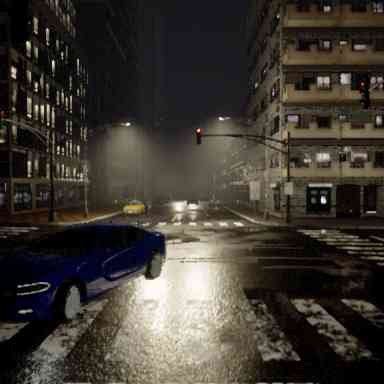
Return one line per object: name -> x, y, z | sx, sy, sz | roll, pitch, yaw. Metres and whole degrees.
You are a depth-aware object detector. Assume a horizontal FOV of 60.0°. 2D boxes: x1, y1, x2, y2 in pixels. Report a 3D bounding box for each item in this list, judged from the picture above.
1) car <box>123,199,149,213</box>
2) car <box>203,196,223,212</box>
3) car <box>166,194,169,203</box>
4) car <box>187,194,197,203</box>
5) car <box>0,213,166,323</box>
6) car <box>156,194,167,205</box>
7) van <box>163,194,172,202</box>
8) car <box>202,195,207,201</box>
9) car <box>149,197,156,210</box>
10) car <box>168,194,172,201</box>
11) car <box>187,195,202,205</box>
car -> -5.704, 1.508, 32.967 | 1.752, 1.417, 4.829 | -1, 0, 0
car -> 2.676, 1.531, 38.791 | 2.008, 1.369, 4.403 | -1, 0, 0
car -> -5.703, 1.552, 61.409 | 1.802, 1.307, 4.206 | -1, 0, 0
car -> -0.001, 1.321, 71.273 | 2.097, 1.767, 4.553 | 0, 0, 0
car -> -2.338, 1.473, 7.556 | 1.882, 1.535, 5.008 | -1, 0, 22
car -> -5.704, 1.517, 55.754 | 1.887, 1.381, 4.507 | -1, 0, 0
van -> -5.707, 1.304, 78.373 | 1.690, 1.788, 3.998 | -1, 0, 0
car -> 2.674, 1.405, 72.719 | 1.967, 1.590, 4.097 | -1, 0, 0
car -> -5.704, 1.546, 38.791 | 1.947, 1.339, 4.313 | -1, 0, 0
car -> -5.704, 1.512, 67.064 | 1.887, 1.381, 4.507 | -1, 0, 0
car -> 0.099, 1.463, 56.829 | 2.128, 1.511, 4.902 | 0, 0, 0
